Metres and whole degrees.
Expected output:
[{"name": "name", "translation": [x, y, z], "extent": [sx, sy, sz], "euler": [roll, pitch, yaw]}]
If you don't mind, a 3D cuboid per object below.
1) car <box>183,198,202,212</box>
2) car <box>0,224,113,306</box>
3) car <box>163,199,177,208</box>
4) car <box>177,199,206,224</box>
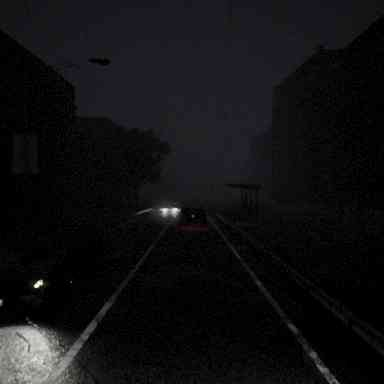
[{"name": "car", "translation": [0.057, 1.599, 41.592], "extent": [2.128, 1.511, 4.902], "euler": [0, 0, 0]}, {"name": "car", "translation": [-3.442, 1.567, 8.510], "extent": [2.033, 1.411, 5.357], "euler": [0, 0, 0]}, {"name": "car", "translation": [-3.192, 1.676, 49.771], "extent": [1.895, 1.301, 4.718], "euler": [0, 0, 1]}, {"name": "car", "translation": [0.066, 1.560, 25.570], "extent": [1.882, 1.535, 5.008], "euler": [0, -1, 0]}]
